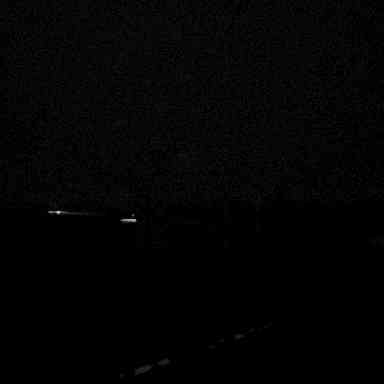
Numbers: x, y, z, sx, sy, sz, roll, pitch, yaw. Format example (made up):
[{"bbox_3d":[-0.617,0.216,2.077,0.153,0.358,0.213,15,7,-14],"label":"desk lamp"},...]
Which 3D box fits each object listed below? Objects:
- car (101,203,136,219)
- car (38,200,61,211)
[{"bbox_3d":[-7.074,1.800,32.611,2.033,1.411,5.357,1,-1,-40],"label":"car"},{"bbox_3d":[-20.706,1.958,48.128,2.128,1.511,4.902,1,-1,-43],"label":"car"}]
